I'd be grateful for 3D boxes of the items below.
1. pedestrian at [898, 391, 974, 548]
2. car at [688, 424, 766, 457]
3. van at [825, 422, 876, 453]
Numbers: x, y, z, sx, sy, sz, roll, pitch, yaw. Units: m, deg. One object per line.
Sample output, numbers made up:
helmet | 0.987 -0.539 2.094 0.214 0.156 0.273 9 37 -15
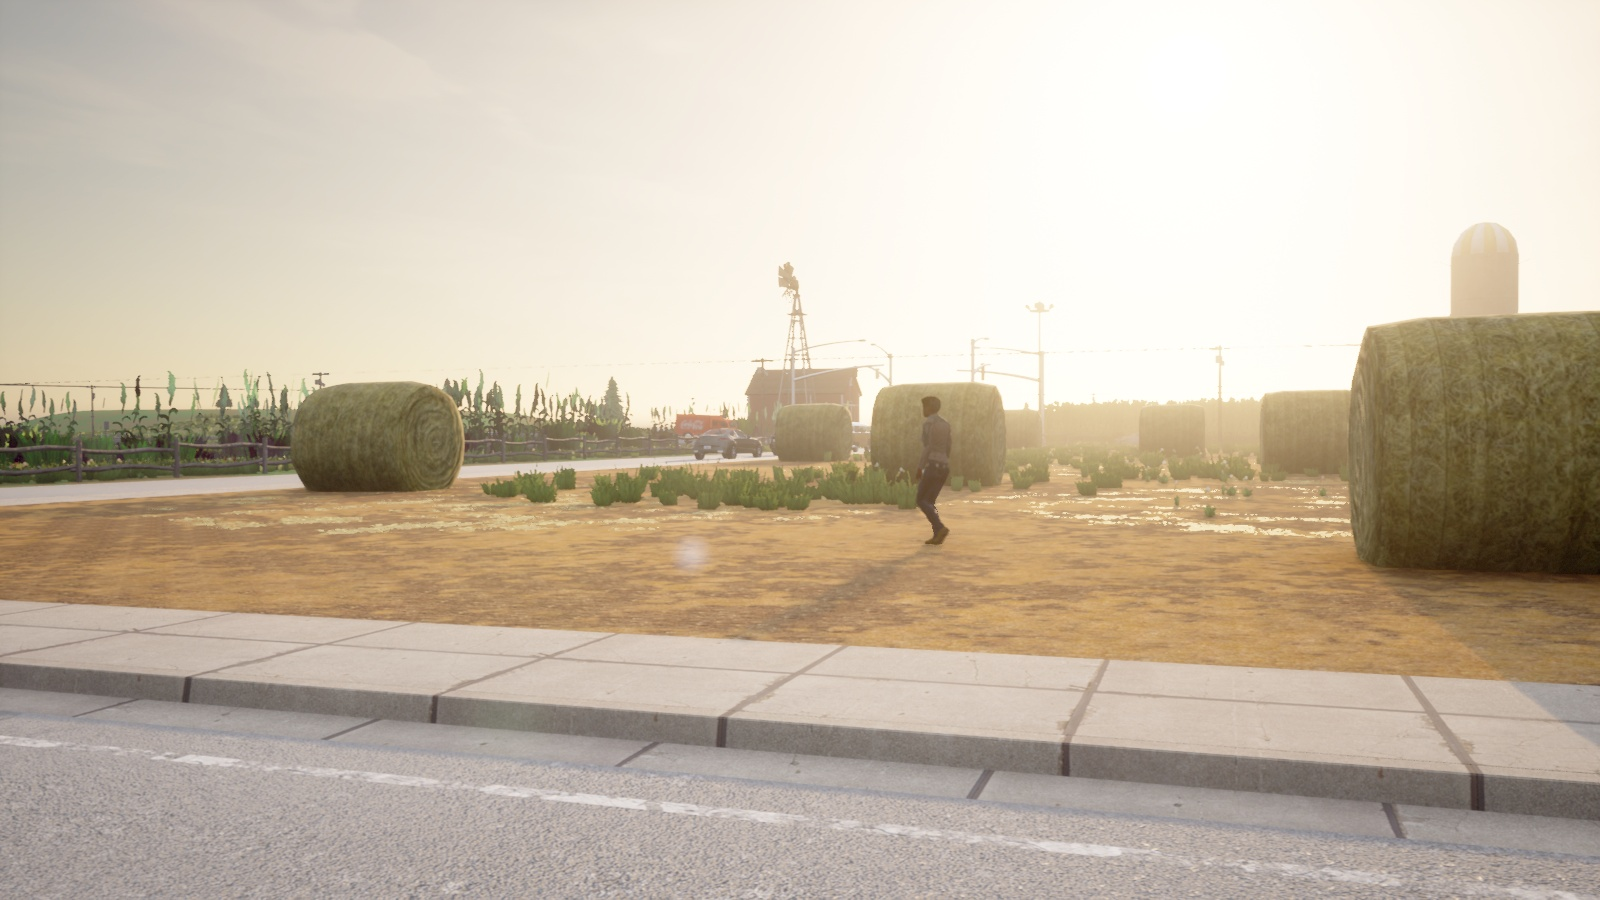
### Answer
pedestrian | 1.600 0.219 14.853 0.869 1.805 0.328 1 1 44
car | -3.789 -0.510 65.972 2.152 1.651 5.027 1 1 21
van | 3.433 -0.833 84.414 2.069 2.038 4.480 1 1 21
